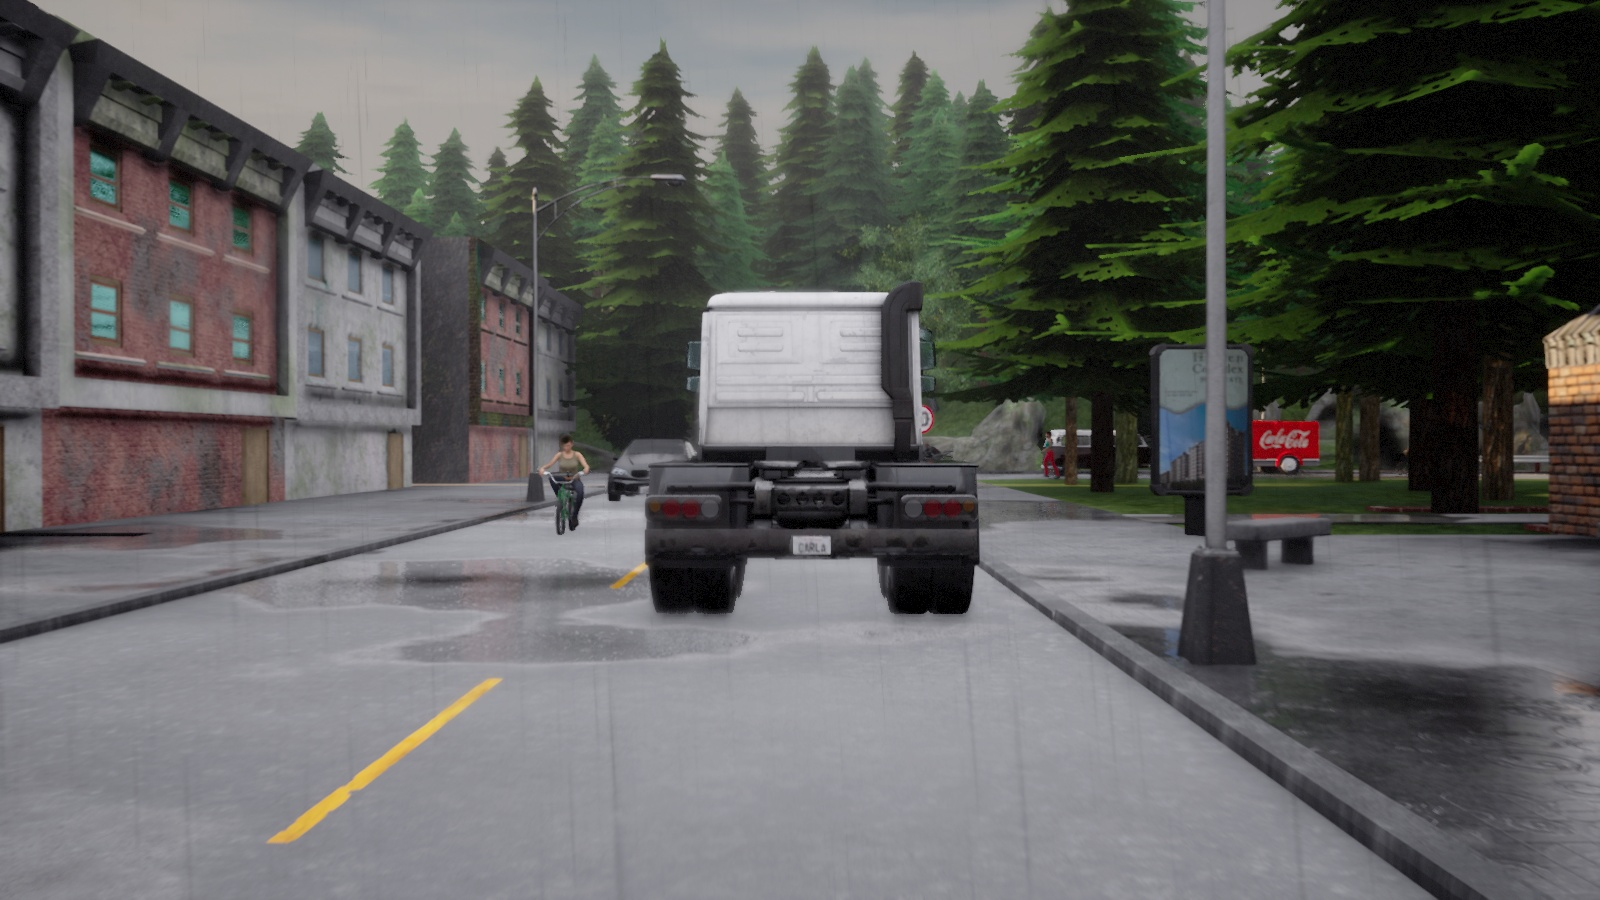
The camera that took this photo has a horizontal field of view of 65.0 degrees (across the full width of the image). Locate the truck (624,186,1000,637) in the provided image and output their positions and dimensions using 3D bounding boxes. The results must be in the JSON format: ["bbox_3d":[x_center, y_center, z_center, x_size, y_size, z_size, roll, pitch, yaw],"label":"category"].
[{"bbox_3d":[0.118,-0.318,13.629,2.891,3.462,7.936,0,0,0],"label":"truck"}]

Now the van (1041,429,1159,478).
[{"bbox_3d":[12.720,0.155,53.430,4.480,2.038,2.069,0,0,-1],"label":"van"}]

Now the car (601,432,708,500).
[{"bbox_3d":[-3.734,0.387,33.044,2.242,1.667,4.611,0,0,0],"label":"car"}]

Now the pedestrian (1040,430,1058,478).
[{"bbox_3d":[9.565,0.171,48.243,0.594,1.836,0.345,0,0,-4],"label":"pedestrian"}]

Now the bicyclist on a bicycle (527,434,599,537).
[{"bbox_3d":[-3.825,0.556,20.409,0.866,1.612,1.509,0,0,1],"label":"bicyclist on a bicycle"}]

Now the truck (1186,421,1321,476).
[{"bbox_3d":[20.673,-0.073,57.425,5.204,2.467,2.627,0,0,0],"label":"truck"}]
